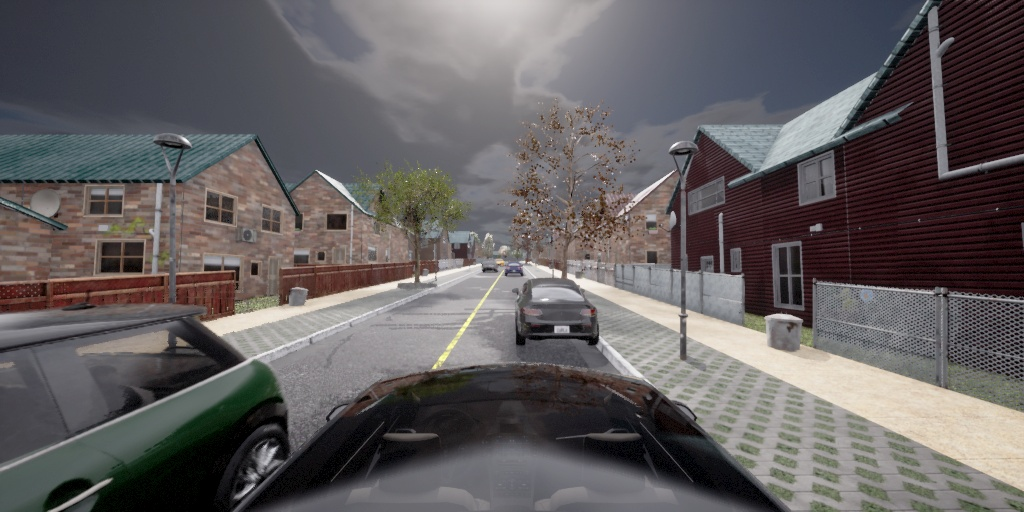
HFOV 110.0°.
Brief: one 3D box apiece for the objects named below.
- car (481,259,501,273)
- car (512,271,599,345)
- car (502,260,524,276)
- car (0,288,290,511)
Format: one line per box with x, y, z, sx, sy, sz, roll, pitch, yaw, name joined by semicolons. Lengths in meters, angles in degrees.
-2.681;1.311;44.352;1.837;1.490;4.892;0;0;0;car
0.993;1.284;9.365;1.812;1.442;4.674;0;0;0;car
0.212;1.323;37.769;1.812;1.442;4.674;0;0;0;car
-2.853;1.101;0.987;2.097;1.767;4.553;0;0;0;car
